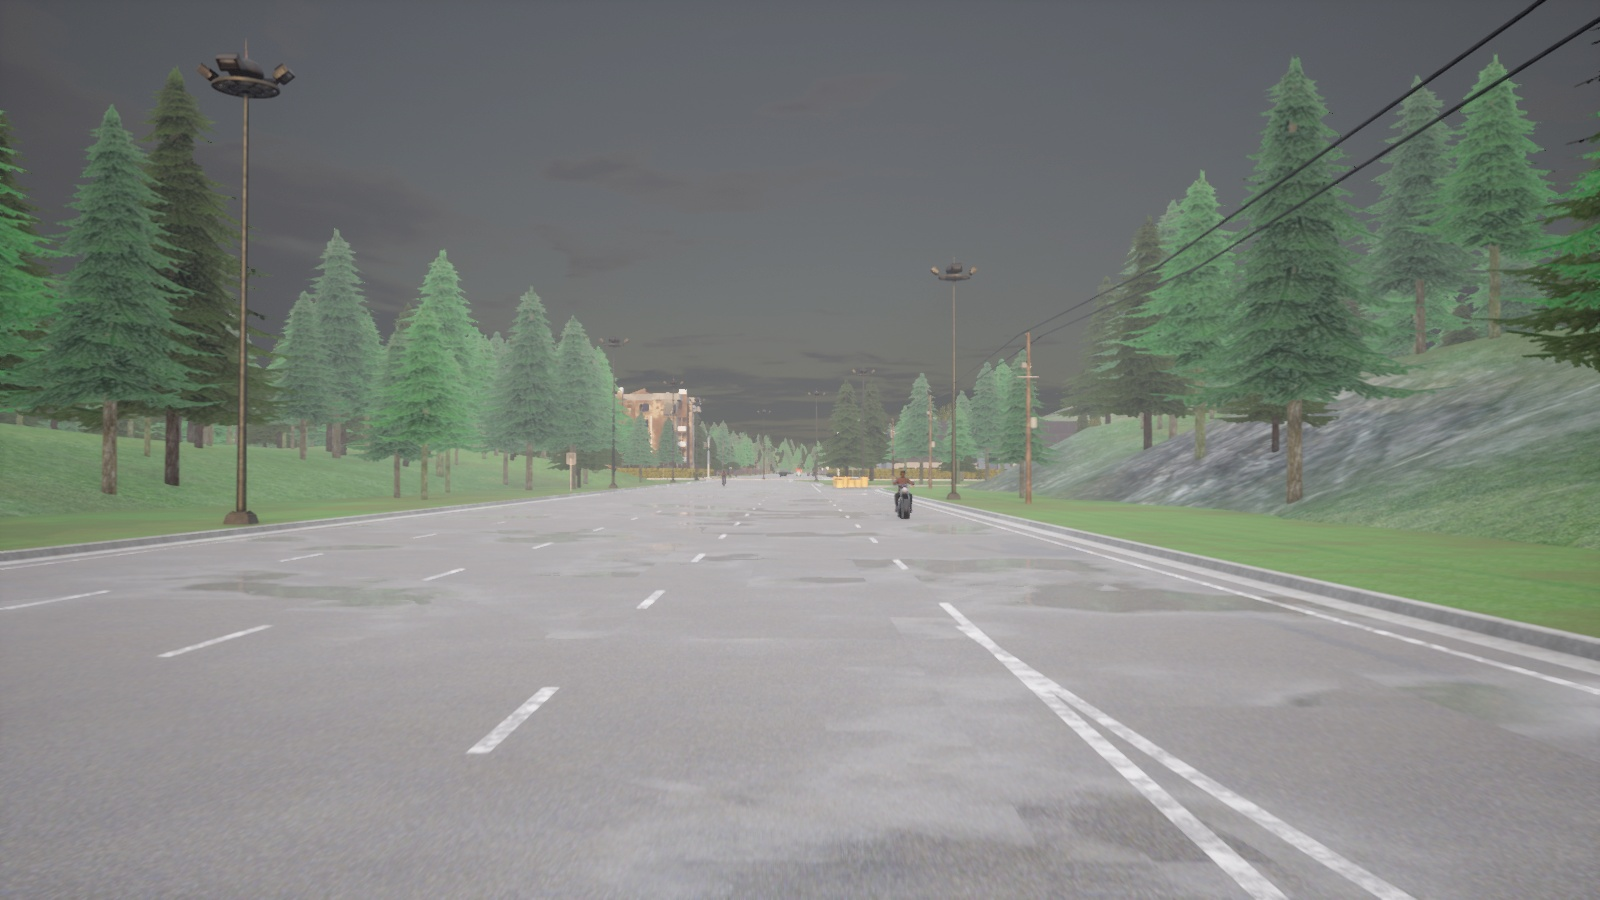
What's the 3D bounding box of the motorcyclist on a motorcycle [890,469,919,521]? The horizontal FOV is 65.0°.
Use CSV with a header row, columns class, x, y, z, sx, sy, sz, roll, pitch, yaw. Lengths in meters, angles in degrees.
class,x,y,z,sx,sy,sz,roll,pitch,yaw
motorcyclist on a motorcycle,3.400,1.438,41.009,0.766,1.649,2.350,0,-1,0
